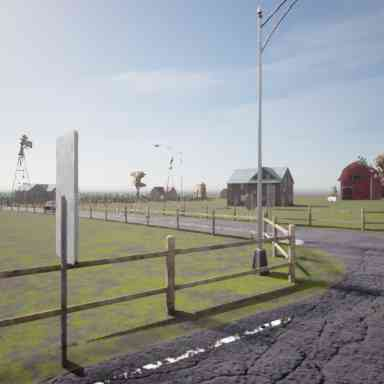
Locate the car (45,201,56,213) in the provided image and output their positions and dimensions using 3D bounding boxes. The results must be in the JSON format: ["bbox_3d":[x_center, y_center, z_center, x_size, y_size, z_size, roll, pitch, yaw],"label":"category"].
[{"bbox_3d":[-20.326,2.108,49.442,2.097,1.767,4.553,0,-1,-43],"label":"car"}]
